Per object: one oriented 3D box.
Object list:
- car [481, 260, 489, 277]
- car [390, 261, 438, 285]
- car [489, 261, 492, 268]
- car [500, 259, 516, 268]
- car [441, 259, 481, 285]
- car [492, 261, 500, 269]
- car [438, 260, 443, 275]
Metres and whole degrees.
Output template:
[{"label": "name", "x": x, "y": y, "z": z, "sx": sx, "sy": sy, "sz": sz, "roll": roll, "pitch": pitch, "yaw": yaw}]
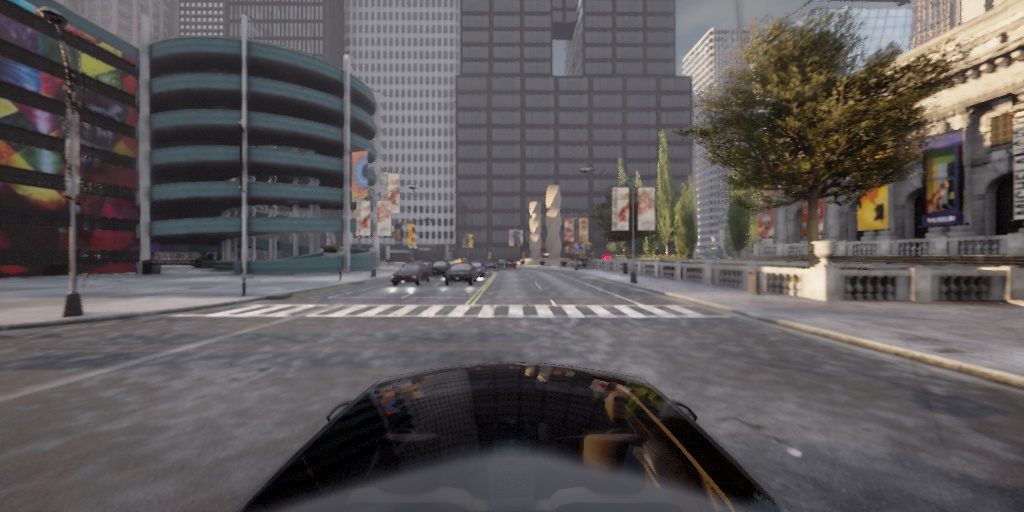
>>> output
[{"label": "car", "x": -3.607, "y": 1.248, "z": 35.161, "sx": 1.812, "sy": 1.442, "sz": 4.674, "roll": 0, "pitch": 0, "yaw": 0}, {"label": "car", "x": -7.098, "y": 1.277, "z": 25.979, "sx": 2.033, "sy": 1.411, "sz": 5.357, "roll": 0, "pitch": 0, "yaw": 0}, {"label": "car", "x": -4.267, "y": 1.205, "z": 45.503, "sx": 2.128, "sy": 1.511, "sz": 4.902, "roll": 0, "pitch": 0, "yaw": -10}, {"label": "car", "x": -1.060, "y": 1.208, "z": 57.748, "sx": 1.837, "sy": 1.490, "sz": 4.892, "roll": 0, "pitch": 0, "yaw": -29}, {"label": "car", "x": -3.602, "y": 1.207, "z": 26.128, "sx": 1.882, "sy": 1.535, "sz": 5.008, "roll": 0, "pitch": 0, "yaw": 0}, {"label": "car", "x": -4.046, "y": 1.268, "z": 55.905, "sx": 1.994, "sy": 1.385, "sz": 4.181, "roll": 0, "pitch": 0, "yaw": -25}, {"label": "car", "x": -7.091, "y": 1.199, "z": 35.805, "sx": 1.882, "sy": 1.535, "sz": 5.008, "roll": 0, "pitch": 0, "yaw": 0}]
